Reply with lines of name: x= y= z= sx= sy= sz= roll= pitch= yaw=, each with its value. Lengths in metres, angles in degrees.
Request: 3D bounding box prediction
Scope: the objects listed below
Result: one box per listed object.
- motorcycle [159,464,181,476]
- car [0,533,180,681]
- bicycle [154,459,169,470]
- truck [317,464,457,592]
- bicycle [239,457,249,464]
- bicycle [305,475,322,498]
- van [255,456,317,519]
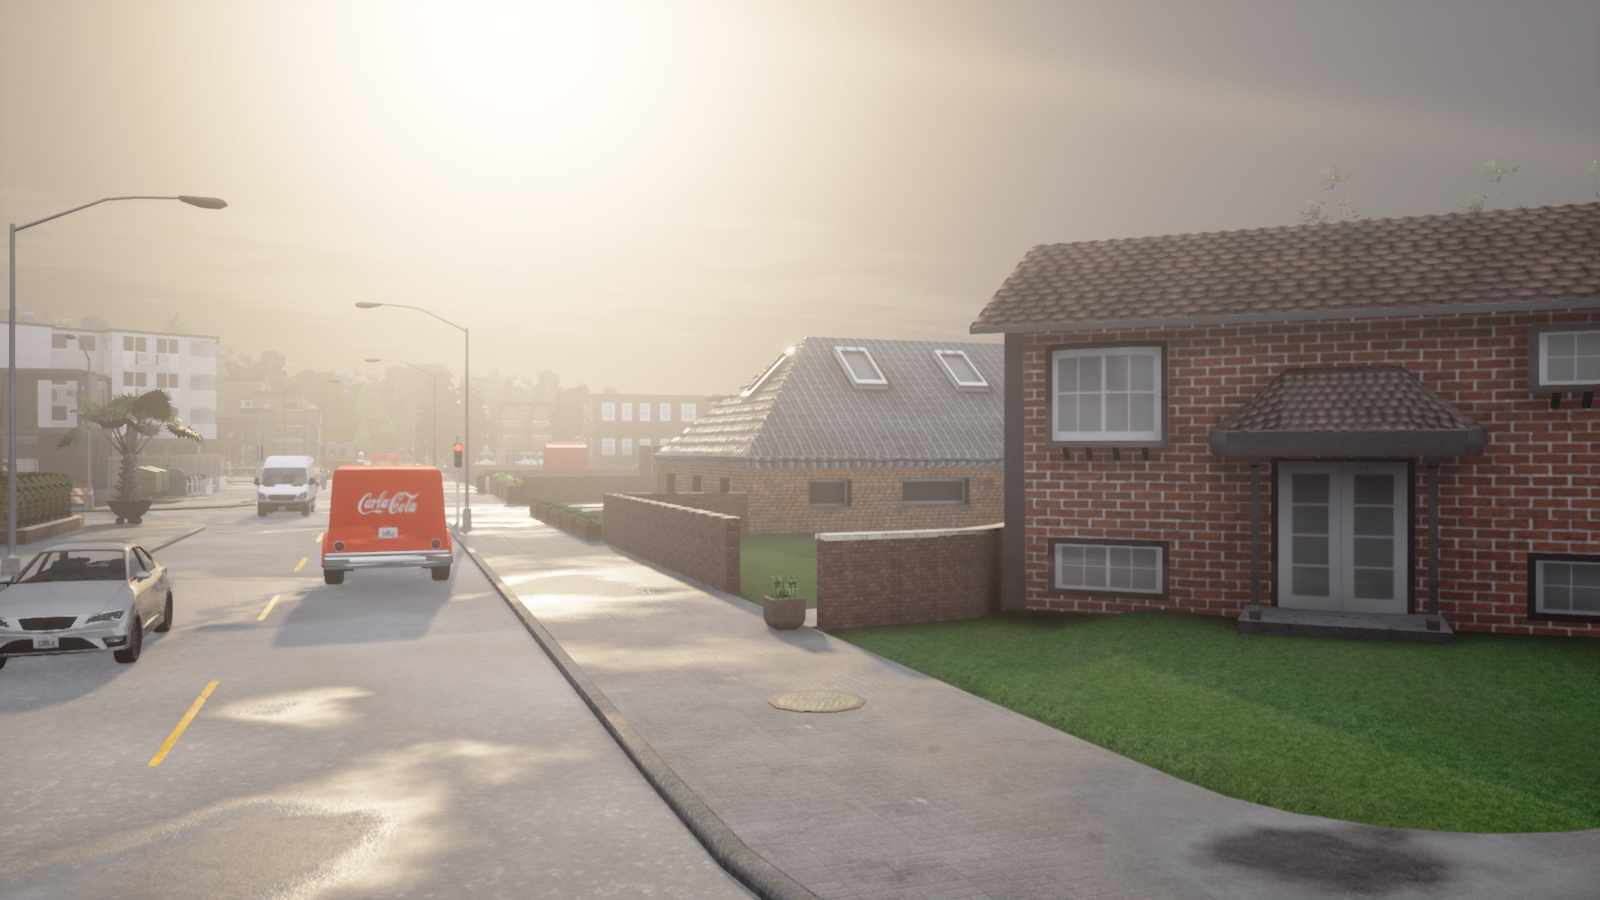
motorcycle: x=-68.945 y=2.178 z=125.064 sx=2.033 sy=1.199 sz=0.803 roll=0 pitch=0 yaw=-20
car: x=-10.016 y=2.064 z=15.993 sx=1.816 sy=1.474 sz=4.193 roll=0 pitch=0 yaw=-21
bicycle: x=-90.526 y=2.049 z=162.074 sx=1.835 sy=1.471 sz=0.329 roll=0 pitch=0 yaw=-20
truck: x=-9.160 y=1.565 z=25.394 sx=2.627 sy=2.467 sz=5.204 roll=0 pitch=0 yaw=-20
bicycle: x=-109.373 y=2.046 z=224.851 sx=1.643 sy=1.496 sz=0.373 roll=0 pitch=0 yaw=-20
bicycle: x=-28.771 y=2.157 z=67.612 sx=0.859 sy=1.276 sz=1.487 roll=0 pitch=0 yaw=-20
van: x=-22.178 y=1.533 z=49.489 sx=1.988 sy=2.561 sz=5.915 roll=0 pitch=0 yaw=-20
